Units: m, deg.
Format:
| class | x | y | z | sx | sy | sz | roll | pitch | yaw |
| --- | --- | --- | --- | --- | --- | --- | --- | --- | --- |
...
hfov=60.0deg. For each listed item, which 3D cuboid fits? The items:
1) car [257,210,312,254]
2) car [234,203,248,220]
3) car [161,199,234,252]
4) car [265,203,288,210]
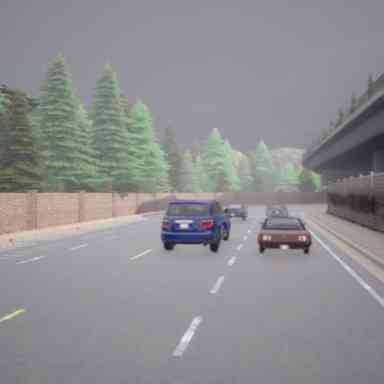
| class | x | y | z | sx | sy | sz | roll | pitch | yaw |
| --- | --- | --- | --- | --- | --- | --- | --- | --- | --- |
| car | 3.764 | 1.657 | 13.863 | 1.895 | 1.301 | 4.718 | -1 | 0 | 13 |
| car | 3.889 | 1.699 | 29.522 | 1.812 | 1.442 | 4.674 | -1 | 0 | 14 |
| car | 0.336 | 1.323 | 14.604 | 2.150 | 2.045 | 5.566 | -1 | 0 | 13 |
| car | 7.201 | 1.669 | 28.344 | 2.033 | 1.411 | 5.357 | -1 | 0 | 13 |
